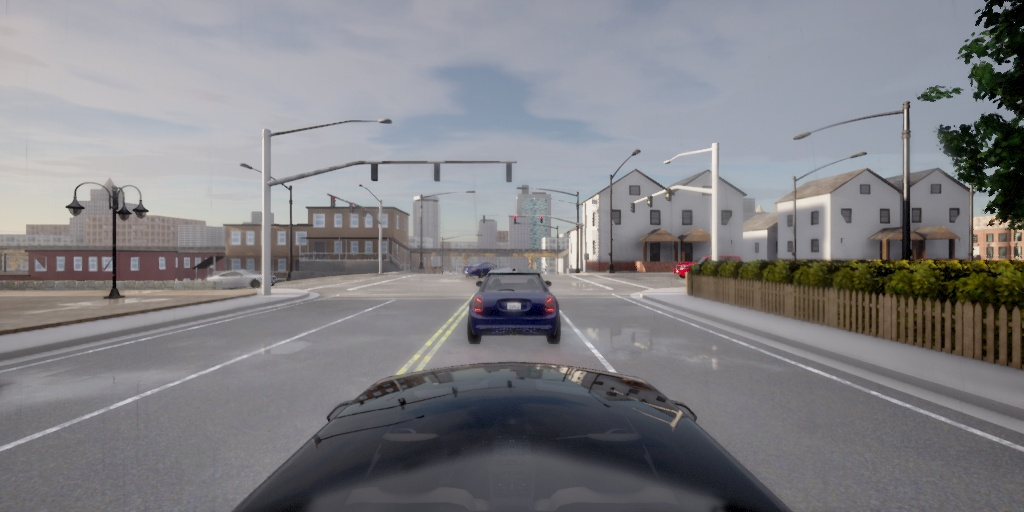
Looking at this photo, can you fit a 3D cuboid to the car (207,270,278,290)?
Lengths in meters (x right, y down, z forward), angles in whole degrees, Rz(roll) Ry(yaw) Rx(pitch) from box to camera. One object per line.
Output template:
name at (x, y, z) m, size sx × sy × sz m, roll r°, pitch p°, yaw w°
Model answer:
car at (-20.081, 1.764, 26.668) m, size 4.674 × 1.442 × 1.812 m, roll -4°, pitch 0°, yaw -1°

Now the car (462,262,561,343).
car at (0.052, 1.101, 9.862) m, size 2.097 × 1.767 × 4.553 m, roll 0°, pitch 0°, yaw 0°

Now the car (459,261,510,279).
car at (-2.397, 1.216, 32.019) m, size 1.812 × 1.442 × 4.674 m, roll 1°, pitch 0°, yaw 39°

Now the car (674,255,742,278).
car at (17.030, 0.967, 30.987) m, size 5.566 × 2.045 × 2.150 m, roll 0°, pitch 0°, yaw -1°
